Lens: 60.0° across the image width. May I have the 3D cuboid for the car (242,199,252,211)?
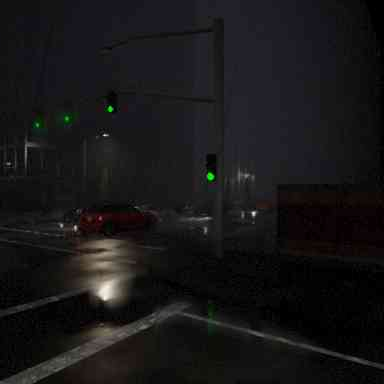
[{"bbox_3d":[8.048,1.581,41.971,1.812,1.442,4.674,0,0,36],"label":"car"}]

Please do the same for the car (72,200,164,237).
[{"bbox_3d":[-4.021,1.408,18.781,2.097,1.767,4.553,0,0,36],"label":"car"}]

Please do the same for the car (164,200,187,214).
[{"bbox_3d":[-2.387,1.560,33.433,1.837,1.490,4.892,0,0,36],"label":"car"}]

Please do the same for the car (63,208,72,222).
[{"bbox_3d":[-7.706,1.407,26.001,2.097,1.767,4.553,0,0,36],"label":"car"}]

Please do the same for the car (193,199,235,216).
[{"bbox_3d":[2.076,1.533,33.653,1.882,1.535,5.008,0,0,35],"label":"car"}]

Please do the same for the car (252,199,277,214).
[{"bbox_3d":[8.925,1.533,36.871,1.882,1.535,5.008,0,0,36],"label":"car"}]

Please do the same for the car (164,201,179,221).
[{"bbox_3d":[-3.441,1.656,25.951,1.895,1.301,4.718,0,0,36],"label":"car"}]
